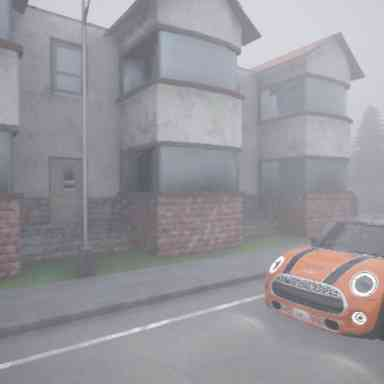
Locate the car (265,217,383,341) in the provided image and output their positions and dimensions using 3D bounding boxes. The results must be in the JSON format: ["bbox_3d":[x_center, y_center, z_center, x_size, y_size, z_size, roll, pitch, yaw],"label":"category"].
[{"bbox_3d":[3.535,1.313,6.493,4.553,1.767,2.097,0,0,-35],"label":"car"}]
